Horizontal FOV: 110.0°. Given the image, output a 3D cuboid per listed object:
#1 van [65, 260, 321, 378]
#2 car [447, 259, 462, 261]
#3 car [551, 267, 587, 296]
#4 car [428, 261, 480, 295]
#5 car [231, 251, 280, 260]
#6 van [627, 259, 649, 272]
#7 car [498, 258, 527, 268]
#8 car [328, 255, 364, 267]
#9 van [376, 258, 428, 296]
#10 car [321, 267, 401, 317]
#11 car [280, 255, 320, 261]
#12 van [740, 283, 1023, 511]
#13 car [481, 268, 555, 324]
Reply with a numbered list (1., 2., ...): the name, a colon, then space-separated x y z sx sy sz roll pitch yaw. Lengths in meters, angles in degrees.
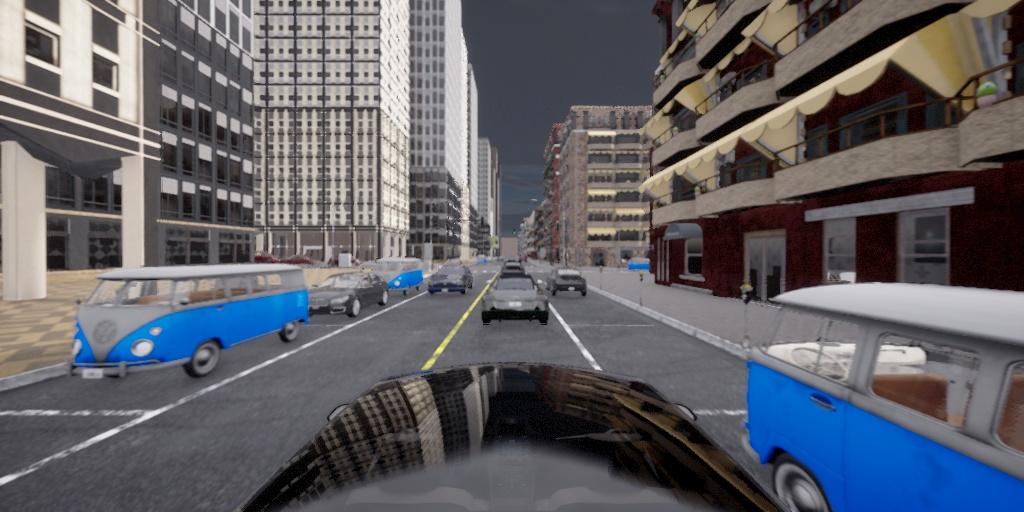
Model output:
1. van: -5.696 1.063 6.972 1.690 1.789 3.998 0 0 0
2. car: -5.729 1.018 35.214 1.967 1.591 4.097 0 0 0
3. car: 2.672 1.213 18.278 2.007 1.370 4.403 0 0 0
4. car: -3.120 1.205 19.307 2.033 1.411 5.357 0 0 0
5. car: -32.347 0.255 45.922 5.009 1.841 2.192 0 0 0
6. van: 16.861 1.226 45.959 3.998 1.789 1.690 0 0 0
7. car: 0.068 1.118 28.117 1.837 1.490 4.892 0 0 0
8. car: -21.198 0.594 45.961 4.097 1.591 1.967 0 0 0
9. van: -5.709 1.004 18.269 1.690 1.789 3.998 0 0 0
10. car: -5.702 1.243 12.620 2.007 1.370 4.403 0 0 0
11. car: -26.772 0.629 45.941 4.207 1.307 1.802 0 0 0
12. van: 2.692 1.093 1.333 1.690 1.789 3.998 0 0 0
13. car: 0.085 1.261 11.704 1.994 1.385 4.181 0 0 0
